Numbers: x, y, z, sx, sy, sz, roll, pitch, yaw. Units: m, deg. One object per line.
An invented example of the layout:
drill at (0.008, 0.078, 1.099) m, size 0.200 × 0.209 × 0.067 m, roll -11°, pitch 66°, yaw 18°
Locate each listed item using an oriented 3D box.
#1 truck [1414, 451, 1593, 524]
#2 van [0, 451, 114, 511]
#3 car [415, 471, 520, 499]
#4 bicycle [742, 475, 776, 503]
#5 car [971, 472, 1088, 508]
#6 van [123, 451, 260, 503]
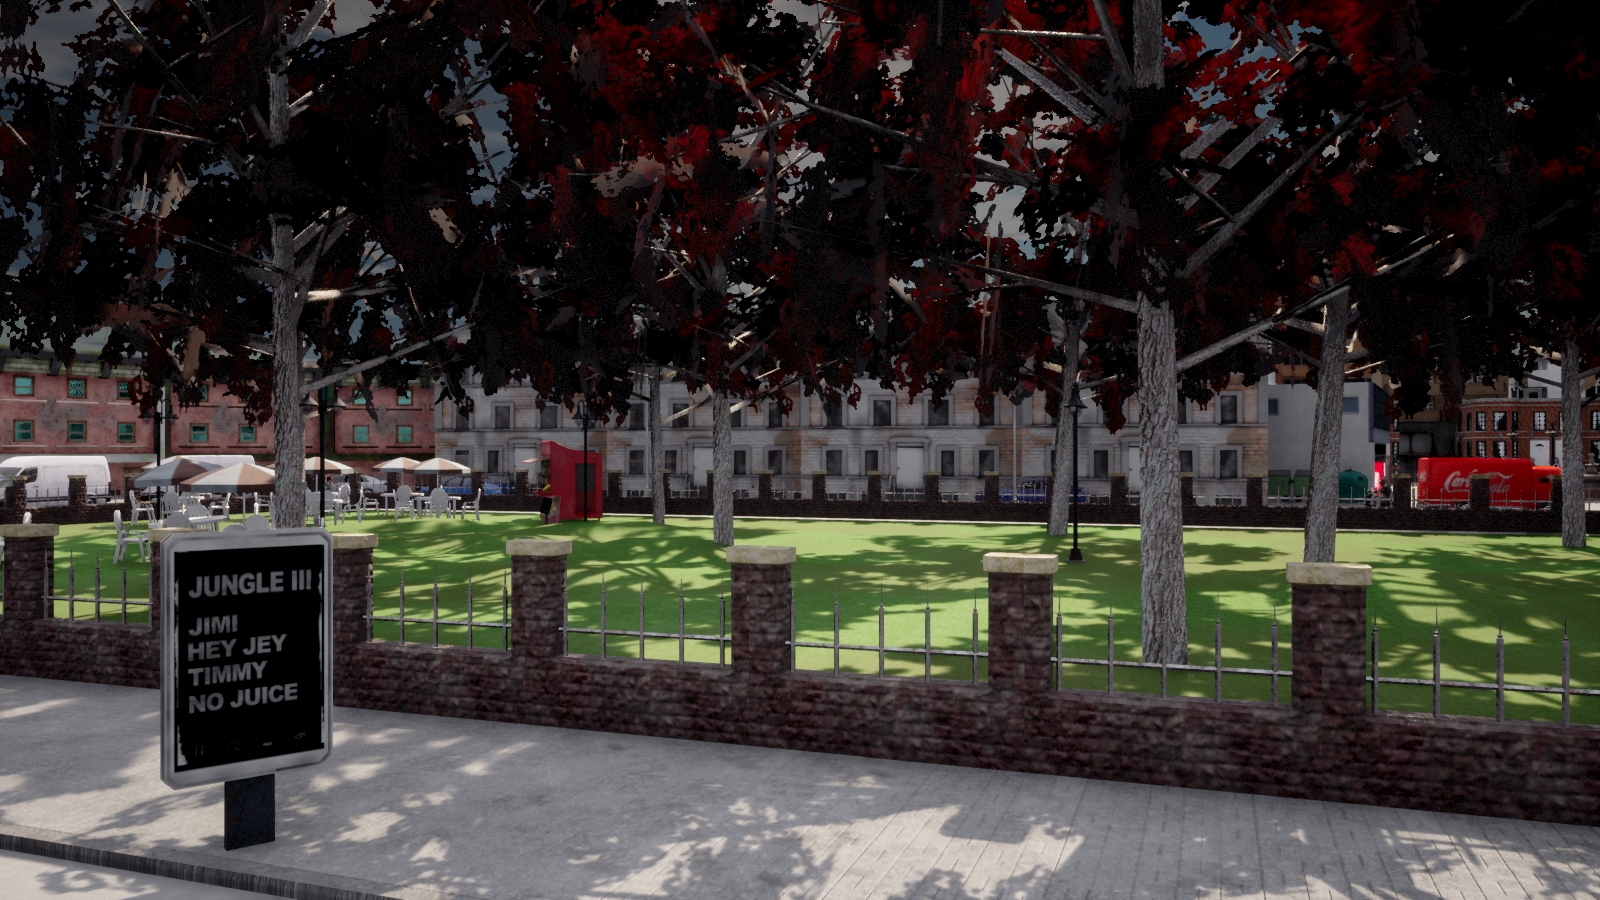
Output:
truck at (26.045, 1.328, 42.552) m, size 5.204 × 2.467 × 2.627 m, roll 1°, pitch 0°, yaw 20°
van at (-34.456, 1.334, 51.696) m, size 1.988 × 2.561 × 5.915 m, roll 0°, pitch 0°, yaw 21°
car at (-18.262, 1.902, 62.828) m, size 5.357 × 1.411 × 2.033 m, roll 0°, pitch 0°, yaw 19°
bicycle at (-2.055, 1.942, 56.992) m, size 1.643 × 1.296 × 0.373 m, roll 3°, pitch 1°, yaw 20°
car at (10.542, 1.818, 52.437) m, size 5.006 × 1.535 × 2.097 m, roll 0°, pitch 0°, yaw 20°
van at (-31.314, 1.336, 58.944) m, size 1.988 × 2.561 × 5.915 m, roll 0°, pitch 0°, yaw 41°
